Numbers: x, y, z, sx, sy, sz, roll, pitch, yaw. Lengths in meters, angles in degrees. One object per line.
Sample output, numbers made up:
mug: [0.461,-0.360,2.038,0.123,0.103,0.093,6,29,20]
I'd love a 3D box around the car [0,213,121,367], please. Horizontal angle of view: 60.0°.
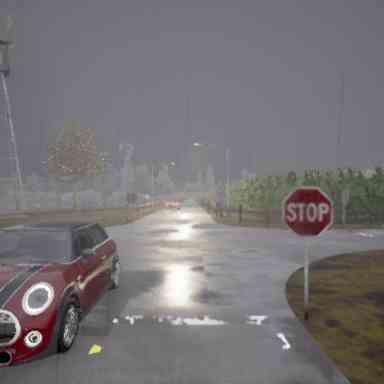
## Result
car: [-2.756,1.363,6.126,2.097,1.767,4.553,0,0,0]

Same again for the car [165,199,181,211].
car: [-2.781,1.770,48.797,2.097,1.767,4.553,0,-1,0]
